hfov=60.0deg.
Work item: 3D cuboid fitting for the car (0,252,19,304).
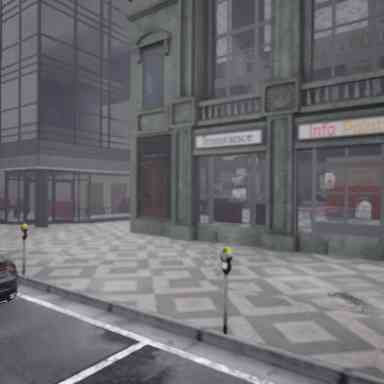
[{"bbox_3d":[-5.173,1.496,6.657,4.403,1.369,2.008,0,0,36],"label":"car"}]
